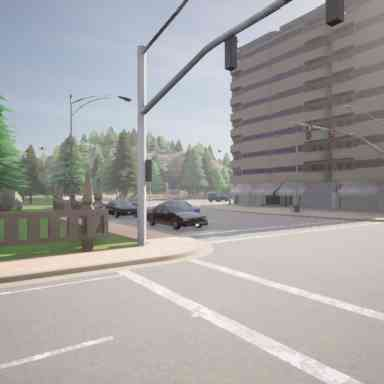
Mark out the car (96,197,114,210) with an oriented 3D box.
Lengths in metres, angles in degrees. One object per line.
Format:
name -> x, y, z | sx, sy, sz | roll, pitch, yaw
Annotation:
car -> -11.027, 1.470, 42.448 | 1.812, 1.442, 4.674 | 0, 0, -10

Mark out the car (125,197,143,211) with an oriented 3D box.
car -> -7.077, 1.448, 40.446 | 1.837, 1.490, 4.892 | -1, 0, -13

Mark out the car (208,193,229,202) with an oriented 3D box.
car -> 5.673, 1.168, 71.184 | 2.150, 2.045, 5.566 | 0, 0, 40

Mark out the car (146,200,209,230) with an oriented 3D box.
car -> -1.197, 1.492, 21.118 | 2.033, 1.411, 5.357 | 0, 0, -34

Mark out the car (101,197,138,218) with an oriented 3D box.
car -> -6.291, 1.422, 29.448 | 1.882, 1.535, 5.008 | 0, 0, -28
